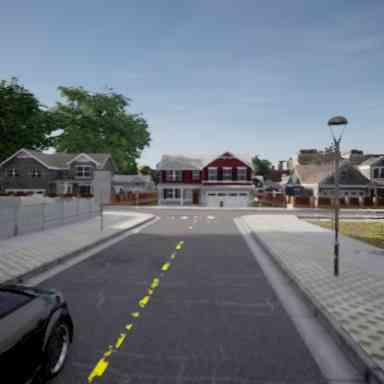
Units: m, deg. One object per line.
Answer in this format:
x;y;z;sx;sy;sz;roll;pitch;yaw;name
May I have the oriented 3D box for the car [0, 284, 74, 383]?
-2.629;1.542;2.672;1.994;1.385;4.181;0;0;4;car
